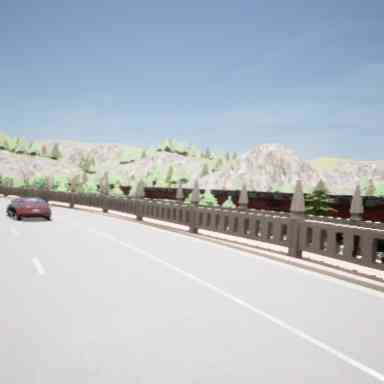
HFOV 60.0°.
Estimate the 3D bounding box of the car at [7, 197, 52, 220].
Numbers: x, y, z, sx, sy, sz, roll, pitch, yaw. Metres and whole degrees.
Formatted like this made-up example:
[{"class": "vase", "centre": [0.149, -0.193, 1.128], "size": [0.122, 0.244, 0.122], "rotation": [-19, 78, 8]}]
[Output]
[{"class": "car", "centre": [-10.382, 0.976, 21.162], "size": [1.994, 1.385, 4.181], "rotation": [3, 0, -38]}]
